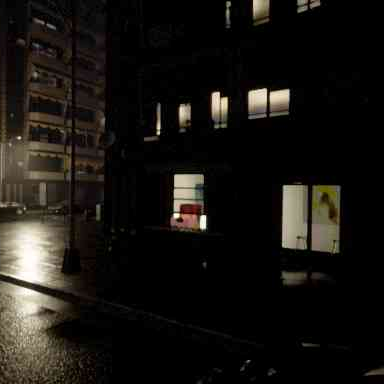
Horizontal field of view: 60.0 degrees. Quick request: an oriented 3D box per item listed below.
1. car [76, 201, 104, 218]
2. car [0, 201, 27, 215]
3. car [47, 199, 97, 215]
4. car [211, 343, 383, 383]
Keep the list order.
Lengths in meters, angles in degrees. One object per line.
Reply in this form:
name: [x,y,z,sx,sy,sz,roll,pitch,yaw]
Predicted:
car: [-8.426,1.814,31.997,1.947,1.339,4.313,1,0,36]
car: [-18.454,1.611,32.419,2.008,1.369,4.403,1,0,36]
car: [-13.000,1.503,35.538,2.097,1.767,4.553,1,0,36]
car: [1.995,1.552,1.610,4.403,1.369,2.008,0,1,35]
